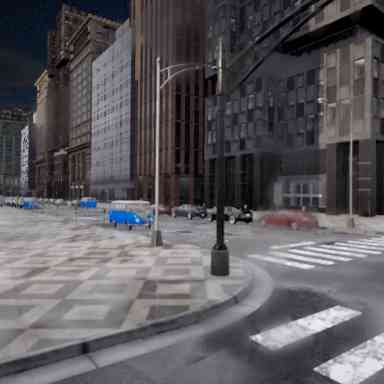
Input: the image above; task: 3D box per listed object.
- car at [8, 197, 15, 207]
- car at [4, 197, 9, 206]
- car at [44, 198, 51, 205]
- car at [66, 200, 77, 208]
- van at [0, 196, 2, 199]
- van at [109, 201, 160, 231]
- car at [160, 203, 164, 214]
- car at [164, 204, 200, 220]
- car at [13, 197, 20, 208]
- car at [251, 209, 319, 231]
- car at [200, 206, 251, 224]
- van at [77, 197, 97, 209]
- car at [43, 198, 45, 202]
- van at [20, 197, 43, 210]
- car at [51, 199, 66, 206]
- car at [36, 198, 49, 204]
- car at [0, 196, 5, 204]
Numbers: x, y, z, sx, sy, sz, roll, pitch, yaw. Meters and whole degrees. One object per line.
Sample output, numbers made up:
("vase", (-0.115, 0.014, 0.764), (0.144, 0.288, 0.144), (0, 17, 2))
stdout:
("car", (-30.337, 1.967, 58.205), (1.887, 1.381, 4.507), (0, -1, -36))
("car", (-33.635, 2.040, 62.790), (1.802, 1.307, 4.206), (0, -1, -36))
("car", (-30.015, 2.144, 72.358), (2.008, 1.369, 4.403), (0, -1, -36))
("car", (-20.122, 2.034, 58.600), (2.008, 1.369, 4.403), (0, -1, -36))
("van", (-43.528, 1.908, 76.551), (1.690, 1.788, 3.998), (0, -1, -36))
("van", (-3.955, 1.457, 21.516), (1.690, 1.788, 3.998), (0, -1, -36))
("car", (-3.634, 1.875, 35.669), (1.802, 1.307, 4.206), (0, -1, -36))
("car", (-0.337, 1.805, 31.084), (2.008, 1.369, 4.403), (0, -1, -36))
("car", (-27.040, 1.951, 53.618), (1.947, 1.339, 4.313), (0, -1, -36))
("car", (6.258, 1.756, 21.911), (1.802, 1.307, 4.206), (0, -1, -36))
("car", (2.961, 1.780, 26.497), (1.947, 1.339, 4.313), (0, -1, -36))
("van", (-16.824, 1.787, 54.015), (1.690, 1.788, 3.998), (0, -1, -36))
("car", (-33.312, 2.180, 76.944), (2.008, 1.369, 4.403), (0, -1, -36))
("van", (-23.741, 1.689, 49.034), (1.690, 1.788, 3.998), (0, -1, -36))
("car", (-26.817, 2.083, 67.910), (1.752, 1.417, 4.829), (0, -1, -36))
("car", (-36.610, 2.216, 81.531), (2.008, 1.369, 4.403), (0, -1, -36))
("car", (-36.932, 2.046, 67.377), (2.008, 1.369, 4.403), (0, -1, -36))
